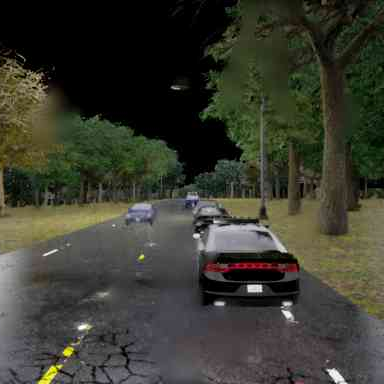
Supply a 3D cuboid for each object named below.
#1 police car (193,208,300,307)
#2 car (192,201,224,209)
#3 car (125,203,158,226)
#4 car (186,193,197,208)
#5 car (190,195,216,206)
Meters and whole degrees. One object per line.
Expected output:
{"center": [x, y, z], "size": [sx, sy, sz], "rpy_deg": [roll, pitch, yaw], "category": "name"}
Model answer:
{"center": [1.064, 1.425, 8.199], "size": [1.930, 1.638, 5.238], "rpy_deg": [0, 0, 0], "category": "police car"}
{"center": [1.080, 1.465, 18.091], "size": [1.882, 1.535, 5.008], "rpy_deg": [0, 0, 0], "category": "car"}
{"center": [-3.460, 1.500, 23.545], "size": [1.812, 1.442, 4.674], "rpy_deg": [0, 0, 0], "category": "car"}
{"center": [0.119, 1.359, 46.876], "size": [1.882, 1.535, 5.008], "rpy_deg": [0, 0, 1], "category": "car"}
{"center": [1.089, 1.324, 24.063], "size": [2.097, 1.767, 4.553], "rpy_deg": [0, 0, 0], "category": "car"}
